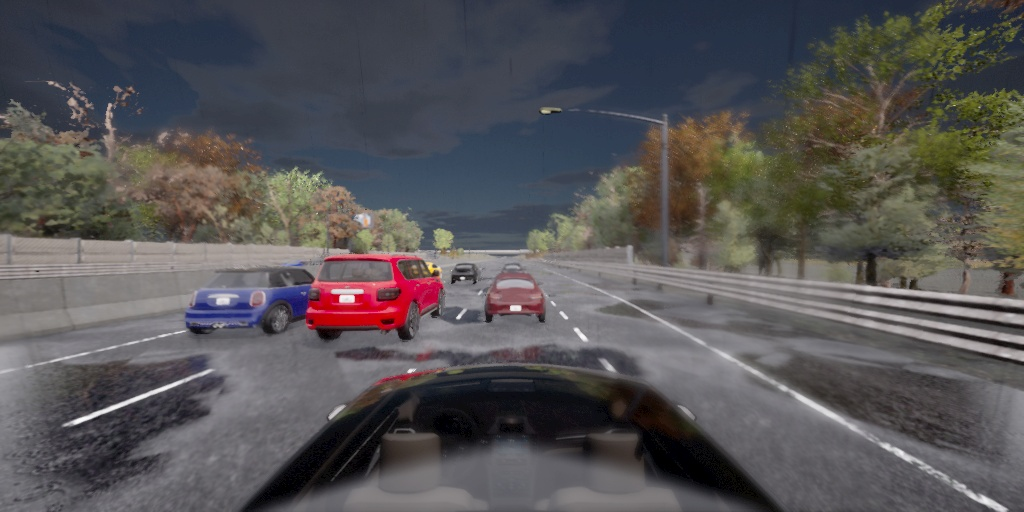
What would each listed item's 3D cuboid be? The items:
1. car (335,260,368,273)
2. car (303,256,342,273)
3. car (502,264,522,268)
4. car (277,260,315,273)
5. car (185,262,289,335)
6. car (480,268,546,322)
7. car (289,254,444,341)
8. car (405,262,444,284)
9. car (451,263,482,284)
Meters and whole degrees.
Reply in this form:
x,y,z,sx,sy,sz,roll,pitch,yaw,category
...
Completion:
x,y,z,sx,sy,sz,roll,pitch,yaw,category
-21.080,1.318,47.199,2.128,1.511,4.902,0,0,0,car
-24.576,1.048,46.744,2.150,2.045,5.566,0,0,0,car
0.100,1.313,28.112,1.812,1.442,4.674,0,0,0,car
-28.067,1.304,46.766,1.882,1.535,5.008,0,0,0,car
-6.900,1.112,10.701,2.097,1.767,4.553,0,0,0,car
0.101,1.288,12.234,1.812,1.442,4.674,0,0,0,car
-3.400,0.981,10.072,2.150,2.045,5.566,0,0,0,car
-6.897,1.266,28.699,1.882,1.535,5.008,0,0,0,car
-3.399,1.290,27.111,1.837,1.490,4.892,0,0,0,car
